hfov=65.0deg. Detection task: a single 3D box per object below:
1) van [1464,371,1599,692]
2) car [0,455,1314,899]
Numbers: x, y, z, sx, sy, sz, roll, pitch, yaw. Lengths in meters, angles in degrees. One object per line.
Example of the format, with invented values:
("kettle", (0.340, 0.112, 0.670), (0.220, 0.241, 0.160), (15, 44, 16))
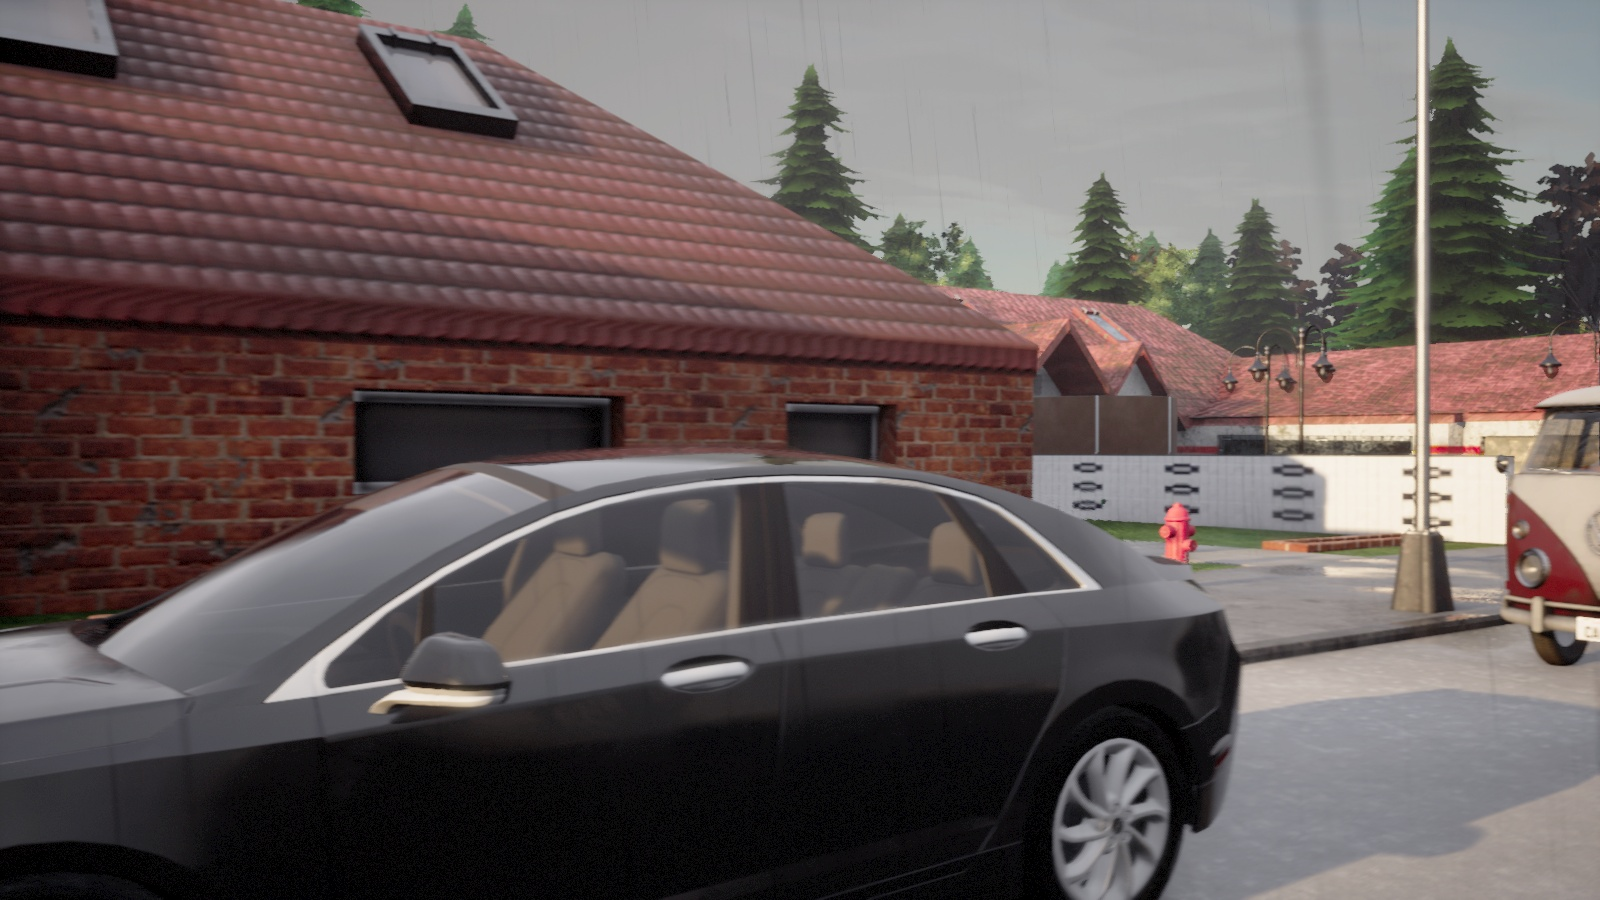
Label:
("van", (6.809, 0.505, 9.008), (4.442, 1.987, 1.775), (0, 0, -35))
("car", (-0.726, 0.761, 3.764), (4.892, 1.490, 1.837), (0, 0, -35))
